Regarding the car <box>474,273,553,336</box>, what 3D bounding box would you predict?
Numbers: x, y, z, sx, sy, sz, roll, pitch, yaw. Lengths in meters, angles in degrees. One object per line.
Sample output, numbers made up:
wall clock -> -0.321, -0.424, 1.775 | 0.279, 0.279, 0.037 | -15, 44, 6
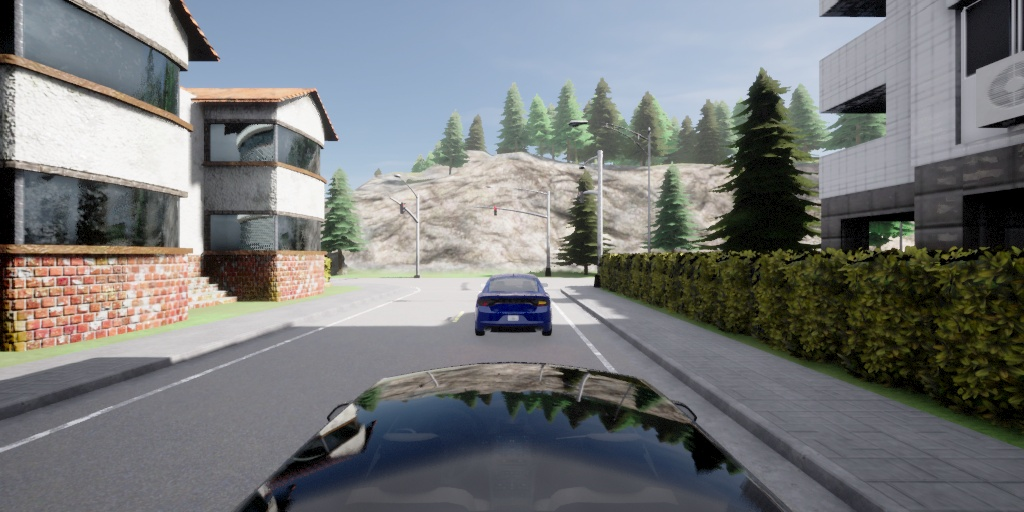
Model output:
car -> 0.049, 1.228, 10.431 | 1.882, 1.535, 5.008 | 0, 0, 0
